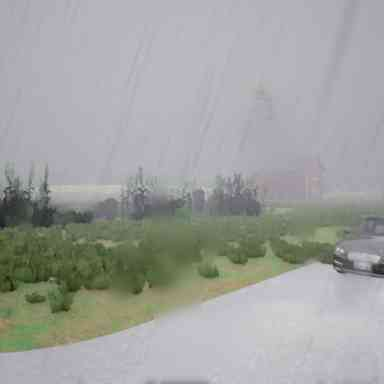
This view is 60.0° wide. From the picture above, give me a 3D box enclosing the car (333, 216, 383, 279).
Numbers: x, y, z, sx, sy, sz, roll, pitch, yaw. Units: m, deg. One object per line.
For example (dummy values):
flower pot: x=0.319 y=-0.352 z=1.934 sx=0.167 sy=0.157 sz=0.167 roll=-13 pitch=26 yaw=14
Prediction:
car: x=5.751 y=1.489 z=9.652 sx=2.128 sy=1.511 sz=4.902 roll=0 pitch=0 yaw=44
